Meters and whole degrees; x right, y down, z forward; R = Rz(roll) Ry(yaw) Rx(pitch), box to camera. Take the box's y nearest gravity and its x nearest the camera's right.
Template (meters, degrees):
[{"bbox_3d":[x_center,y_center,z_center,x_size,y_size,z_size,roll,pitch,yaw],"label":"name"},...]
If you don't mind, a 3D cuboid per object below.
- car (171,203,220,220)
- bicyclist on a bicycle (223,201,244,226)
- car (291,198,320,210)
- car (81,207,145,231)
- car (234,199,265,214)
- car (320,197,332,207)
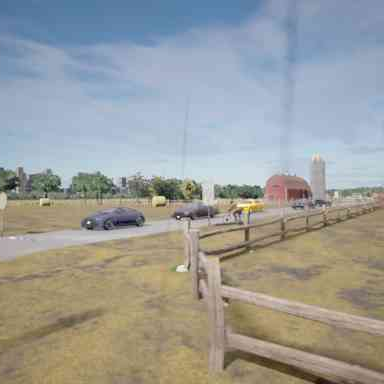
[{"bbox_3d":[0.443,1.651,29.131,2.033,1.411,5.357,-2,-1,36],"label":"car"},{"bbox_3d":[2.772,1.412,22.110,1.656,1.620,0.582,0,0,36],"label":"bicyclist on a bicycle"},{"bbox_3d":[14.895,1.601,44.317,2.033,1.411,5.357,-2,-1,36],"label":"car"},{"bbox_3d":[-5.006,1.654,21.515,1.994,1.385,4.181,-2,-1,36],"label":"car"},{"bbox_3d":[6.518,1.596,37.594,1.882,1.535,5.008,-2,-1,36],"label":"car"},{"bbox_3d":[20.629,1.608,52.411,1.837,1.490,4.892,-2,-2,36],"label":"car"}]
